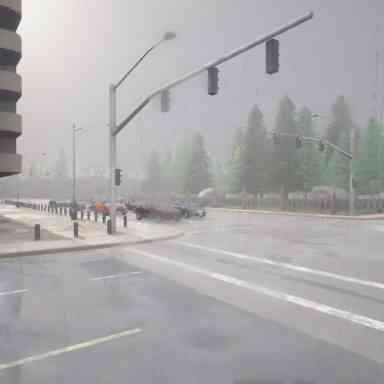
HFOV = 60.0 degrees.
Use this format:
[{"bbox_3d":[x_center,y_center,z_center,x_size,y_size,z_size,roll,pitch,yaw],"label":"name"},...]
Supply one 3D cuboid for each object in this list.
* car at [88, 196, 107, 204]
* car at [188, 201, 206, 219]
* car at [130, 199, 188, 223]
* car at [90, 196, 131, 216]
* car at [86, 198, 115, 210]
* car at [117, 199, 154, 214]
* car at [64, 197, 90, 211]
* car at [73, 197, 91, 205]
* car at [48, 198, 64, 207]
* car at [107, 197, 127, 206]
[{"bbox_3d":[-18.760,1.542,66.023,2.128,1.511,4.902,0,0,-36],"label":"car"},{"bbox_3d":[-0.727,1.544,29.486,2.128,1.511,4.902,0,0,-36],"label":"car"},{"bbox_3d":[-2.712,1.530,26.281,1.882,1.535,5.008,0,0,-36],"label":"car"},{"bbox_3d":[-8.351,1.405,33.913,2.097,1.767,4.553,0,0,-36],"label":"car"},{"bbox_3d":[-12.581,1.599,45.551,2.033,1.411,5.357,0,0,-36],"label":"car"},{"bbox_3d":[-6.417,1.543,37.192,2.128,1.511,4.902,0,0,-36],"label":"car"},{"bbox_3d":[-13.779,1.544,41.278,2.128,1.511,4.902,0,0,-36],"label":"car"},{"bbox_3d":[-20.828,1.652,62.931,1.895,1.301,4.718,0,0,-36],"label":"car"},{"bbox_3d":[-20.048,1.600,49.830,2.033,1.411,5.357,0,0,-36],"label":"car"},{"bbox_3d":[-13.251,1.576,58.581,1.812,1.442,4.674,0,0,-36],"label":"car"}]
